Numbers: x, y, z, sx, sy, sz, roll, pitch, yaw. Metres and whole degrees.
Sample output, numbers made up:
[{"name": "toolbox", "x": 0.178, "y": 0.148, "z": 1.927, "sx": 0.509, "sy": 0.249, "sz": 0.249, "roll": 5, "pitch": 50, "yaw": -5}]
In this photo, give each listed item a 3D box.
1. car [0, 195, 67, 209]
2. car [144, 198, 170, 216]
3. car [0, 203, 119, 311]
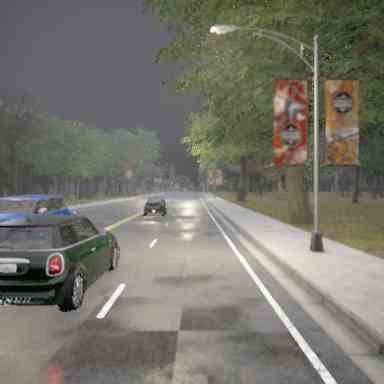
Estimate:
[{"name": "car", "x": -6.604, "y": 1.142, "z": 13.152, "sx": 2.150, "sy": 2.045, "sz": 5.566, "roll": 0, "pitch": 0, "yaw": 0}, {"name": "car", "x": -3.116, "y": 1.276, "z": 29.594, "sx": 1.837, "sy": 1.490, "sz": 4.892, "roll": 0, "pitch": 1, "yaw": 0}, {"name": "car", "x": -3.154, "y": 1.308, "z": 7.816, "sx": 2.097, "sy": 1.767, "sz": 4.553, "roll": 0, "pitch": 0, "yaw": 0}]
